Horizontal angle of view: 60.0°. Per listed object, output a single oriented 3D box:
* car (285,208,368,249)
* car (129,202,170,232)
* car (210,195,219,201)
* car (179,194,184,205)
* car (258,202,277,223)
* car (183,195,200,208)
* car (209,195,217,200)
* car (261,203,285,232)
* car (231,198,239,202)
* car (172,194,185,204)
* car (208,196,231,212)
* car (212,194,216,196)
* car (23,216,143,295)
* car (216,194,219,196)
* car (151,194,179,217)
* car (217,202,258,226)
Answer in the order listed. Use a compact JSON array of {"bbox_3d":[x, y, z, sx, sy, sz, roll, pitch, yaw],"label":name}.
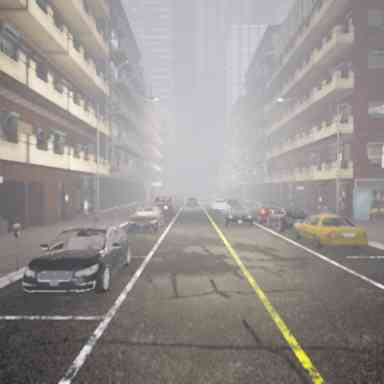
[{"bbox_3d":[5.702,1.531,14.381,1.752,1.417,4.829,-1,0,0],"label":"car"},{"bbox_3d":[-2.668,1.544,19.856,2.008,1.369,4.403,-1,0,0],"label":"car"},{"bbox_3d":[5.831,1.554,87.037,2.008,1.369,4.403,-1,0,0],"label":"car"},{"bbox_3d":[-2.599,1.541,59.070,2.008,1.369,4.403,-1,0,0],"label":"car"},{"bbox_3d":[5.720,1.444,25.415,1.967,1.590,4.097,-1,0,0],"label":"car"},{"bbox_3d":[0.084,1.499,48.918,1.837,1.490,4.892,0,0,0],"label":"car"},{"bbox_3d":[5.841,1.549,92.639,1.887,1.381,4.507,-1,0,0],"label":"car"},{"bbox_3d":[5.712,1.571,19.813,1.947,1.339,4.313,-1,0,0],"label":"car"},{"bbox_3d":[5.762,1.569,47.823,1.947,1.339,4.313,-1,0,0],"label":"car"},{"bbox_3d":[-2.591,1.305,64.673,2.192,1.841,5.009,-1,0,0],"label":"car"},{"bbox_3d":[3.125,1.525,39.065,1.812,1.442,4.674,0,0,0],"label":"car"},{"bbox_3d":[5.800,1.442,70.231,1.967,1.590,4.097,-1,0,0],"label":"car"},{"bbox_3d":[-2.688,1.546,8.653,2.008,1.369,4.403,-1,0,0],"label":"car"},{"bbox_3d":[5.782,1.528,59.197,1.752,1.417,4.829,-1,0,0],"label":"car"},{"bbox_3d":[-2.651,1.307,31.060,2.192,1.841,5.009,-1,0,0],"label":"car"},{"bbox_3d":[3.062,1.601,23.363,1.895,1.301,4.718,0,0,1],"label":"car"}]
